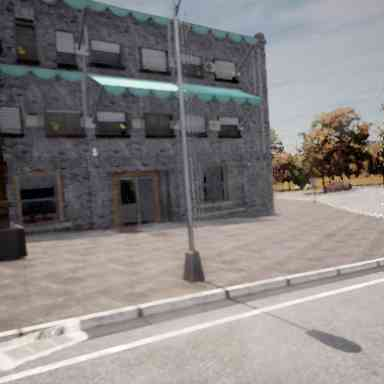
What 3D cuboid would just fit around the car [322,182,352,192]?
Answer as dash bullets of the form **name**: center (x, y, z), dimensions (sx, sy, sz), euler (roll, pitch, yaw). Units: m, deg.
- **car**: center (21.515, -0.833, 49.478), dimensions (4.181, 1.385, 1.994), euler (-4, 2, 44)
